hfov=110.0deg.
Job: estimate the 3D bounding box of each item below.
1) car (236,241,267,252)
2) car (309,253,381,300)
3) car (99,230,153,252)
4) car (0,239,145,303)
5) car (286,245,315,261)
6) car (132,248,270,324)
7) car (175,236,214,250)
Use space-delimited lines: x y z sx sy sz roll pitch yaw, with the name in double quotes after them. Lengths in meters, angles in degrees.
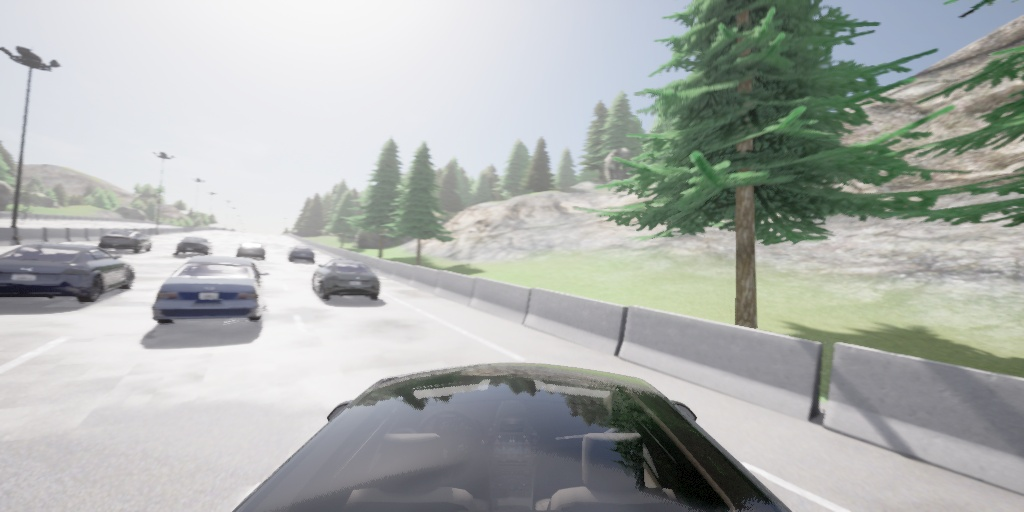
-21.225 -0.494 29.281 1.994 1.385 4.181 5 0 -35 "car"
-6.555 0.821 14.079 1.994 1.385 4.181 5 0 -35 "car"
-26.695 -1.031 24.921 2.128 1.511 4.902 5 0 -35 "car"
-11.964 0.356 9.620 1.994 1.385 4.181 5 0 -35 "car"
-18.471 -0.260 31.439 1.994 1.385 4.181 5 0 -35 "car"
-7.405 0.721 9.152 2.033 1.411 5.357 5 0 -35 "car"
-24.107 -0.780 27.316 1.812 1.442 4.674 5 1 -35 "car"
